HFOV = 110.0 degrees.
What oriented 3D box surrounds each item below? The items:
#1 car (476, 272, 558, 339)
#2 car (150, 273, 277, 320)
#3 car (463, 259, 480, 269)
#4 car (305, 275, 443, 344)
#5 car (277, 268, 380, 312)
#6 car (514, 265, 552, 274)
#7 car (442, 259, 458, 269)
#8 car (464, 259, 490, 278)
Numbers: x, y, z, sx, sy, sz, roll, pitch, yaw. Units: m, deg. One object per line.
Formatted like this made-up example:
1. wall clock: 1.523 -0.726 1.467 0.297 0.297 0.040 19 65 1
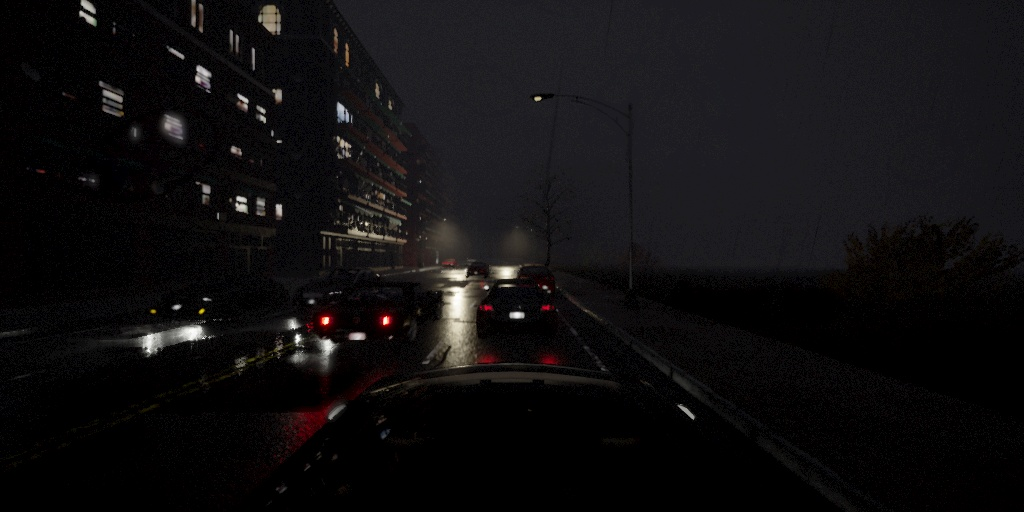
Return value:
1. car: 0.111 1.312 10.122 1.994 1.385 4.181 0 0 0
2. car: -9.839 1.311 12.520 1.994 1.385 4.181 0 0 0
3. car: -6.532 1.220 57.874 2.128 1.511 4.902 0 0 0
4. car: -3.142 1.349 9.530 1.895 1.301 4.718 0 0 0
5. car: -6.588 1.238 14.247 2.128 1.511 4.902 0 0 0
6. car: 1.154 1.223 19.042 1.882 1.535 5.008 0 0 0
7. car: -9.785 1.207 56.563 1.882 1.535 5.008 0 0 0
8. car: -3.118 1.265 33.466 1.812 1.442 4.674 0 0 0
